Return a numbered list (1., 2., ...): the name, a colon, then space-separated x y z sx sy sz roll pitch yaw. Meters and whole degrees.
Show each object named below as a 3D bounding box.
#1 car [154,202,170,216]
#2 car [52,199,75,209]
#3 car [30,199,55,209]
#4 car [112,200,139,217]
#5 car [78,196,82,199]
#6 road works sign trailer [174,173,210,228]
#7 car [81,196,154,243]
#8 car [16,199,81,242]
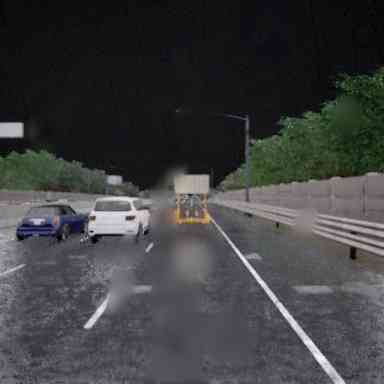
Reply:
1. car: -3.407 1.750 34.370 1.994 1.385 4.181 0 -1 0
2. car: -21.068 1.972 54.762 1.812 1.442 4.674 0 -1 0
3. car: -24.563 1.950 54.742 1.837 1.490 4.892 0 -1 0
4. car: -6.907 1.672 35.113 1.882 1.535 5.008 0 -1 0
5. car: -17.569 1.666 54.705 2.150 2.045 5.566 0 -1 1
6. road works sign trailer: 0.000 0.549 22.284 2.380 3.560 2.880 0 0 0
7. car: -3.402 1.279 16.518 2.150 2.045 5.566 0 0 0
8. car: -6.903 1.412 16.968 2.097 1.767 4.553 0 0 0
